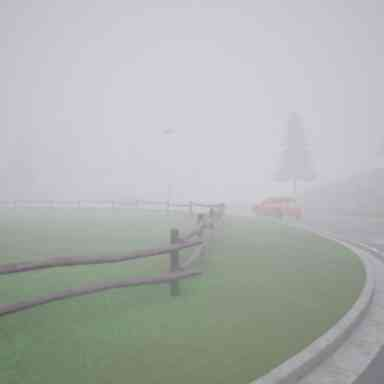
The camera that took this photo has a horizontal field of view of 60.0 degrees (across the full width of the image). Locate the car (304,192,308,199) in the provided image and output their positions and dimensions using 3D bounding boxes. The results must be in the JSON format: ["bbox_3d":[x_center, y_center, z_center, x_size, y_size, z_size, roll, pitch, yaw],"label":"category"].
[{"bbox_3d":[26.135,0.992,83.835,5.357,1.411,2.033,-1,0,-35],"label":"car"}]

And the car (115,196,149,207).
[{"bbox_3d":[-8.518,1.358,47.257,5.008,1.535,1.882,0,0,21],"label":"car"}]

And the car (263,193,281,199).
[{"bbox_3d":[21.565,0.997,89.179,5.008,1.535,1.882,-1,0,-35],"label":"car"}]

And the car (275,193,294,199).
[{"bbox_3d":[24.123,0.995,86.699,5.357,1.411,2.033,-1,0,-35],"label":"car"}]

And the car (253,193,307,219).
[{"bbox_3d":[6.937,1.205,27.626,2.097,1.767,4.553,-1,0,-21],"label":"car"}]
